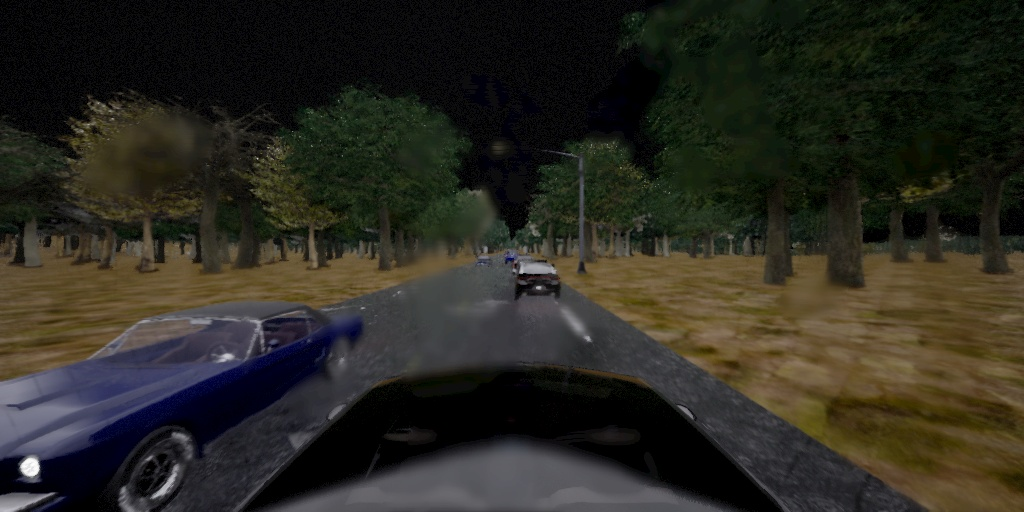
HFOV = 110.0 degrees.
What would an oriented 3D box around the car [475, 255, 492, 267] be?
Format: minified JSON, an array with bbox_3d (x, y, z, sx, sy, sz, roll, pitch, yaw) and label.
[{"bbox_3d":[-3.555,0.594,46.274,2.033,1.411,5.357,0,1,0],"label":"car"}]

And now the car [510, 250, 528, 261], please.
[{"bbox_3d":[1.060,0.629,32.176,2.097,1.767,4.553,0,1,0],"label":"car"}]

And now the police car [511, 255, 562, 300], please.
[{"bbox_3d":[1.055,0.955,16.315,1.930,1.638,5.238,0,1,0],"label":"police car"}]

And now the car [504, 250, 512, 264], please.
[{"bbox_3d":[0.035,0.123,55.044,2.150,2.045,5.566,0,1,0],"label":"car"}]

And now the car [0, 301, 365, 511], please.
[{"bbox_3d":[-3.597,1.313,4.283,1.895,1.301,4.718,0,1,0],"label":"car"}]

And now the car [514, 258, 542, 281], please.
[{"bbox_3d":[1.058,0.900,26.208,1.812,1.442,4.674,0,1,0],"label":"car"}]
